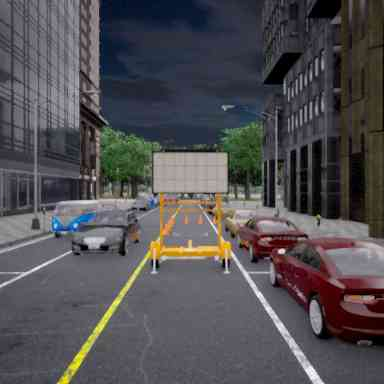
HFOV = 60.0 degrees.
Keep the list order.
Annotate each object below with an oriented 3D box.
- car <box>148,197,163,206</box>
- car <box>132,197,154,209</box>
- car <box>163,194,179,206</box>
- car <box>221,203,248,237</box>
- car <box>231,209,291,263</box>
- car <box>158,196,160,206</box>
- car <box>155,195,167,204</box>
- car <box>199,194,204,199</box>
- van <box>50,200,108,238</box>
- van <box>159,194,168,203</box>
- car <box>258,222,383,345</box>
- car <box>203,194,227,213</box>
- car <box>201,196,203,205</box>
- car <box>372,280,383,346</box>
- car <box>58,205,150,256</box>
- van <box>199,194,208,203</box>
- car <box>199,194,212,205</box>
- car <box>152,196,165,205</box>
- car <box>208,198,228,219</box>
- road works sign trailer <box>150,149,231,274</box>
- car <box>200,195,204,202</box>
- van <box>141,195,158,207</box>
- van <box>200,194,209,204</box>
[{"bbox_3d":[-6.022,1.553,55.309,1.947,1.339,4.313,0,0,0],"label":"car"},{"bbox_3d":[-5.945,1.553,38.996,1.947,1.339,4.313,0,0,0],"label":"car"},{"bbox_3d":[-3.335,1.212,53.063,2.150,2.045,5.566,0,0,0],"label":"car"},{"bbox_3d":[2.681,1.518,17.456,1.752,1.417,4.829,0,0,0],"label":"car"},{"bbox_3d":[2.708,1.539,11.849,1.887,1.381,4.507,0,0,0],"label":"car"},{"bbox_3d":[-5.995,1.512,49.702,1.752,1.417,4.829,0,0,0],"label":"car"},{"bbox_3d":[-6.073,1.429,66.184,1.967,1.590,4.097,0,0,0],"label":"car"},{"bbox_3d":[2.503,1.428,55.349,1.967,1.590,4.097,0,0,0],"label":"car"},{"bbox_3d":[-5.843,1.334,17.247,1.690,1.788,3.998,0,0,0],"label":"van"},{"bbox_3d":[-6.099,1.332,71.622,1.690,1.788,3.998,0,0,0],"label":"van"},{"bbox_3d":[2.733,1.542,6.412,1.887,1.381,4.507,0,0,0],"label":"car"},{"bbox_3d":[2.605,1.303,33.599,2.192,1.841,5.009,0,0,0],"label":"car"},{"bbox_3d":[2.554,1.512,44.644,1.752,1.417,4.829,0,0,0],"label":"car"},{"bbox_3d":[2.759,1.550,0.974,2.008,1.369,4.403,0,0,0],"label":"car"},{"bbox_3d":[-3.161,1.486,13.137,2.128,1.511,4.902,0,0,0],"label":"car"},{"bbox_3d":[2.427,1.332,71.662,1.690,1.788,3.998,0,0,0],"label":"van"},{"bbox_3d":[2.478,1.303,60.787,2.192,1.841,5.009,0,0,0],"label":"car"},{"bbox_3d":[-6.046,1.514,60.577,1.752,1.417,4.829,0,0,0],"label":"car"},{"bbox_3d":[2.630,1.515,28.331,1.752,1.417,4.829,0,0,0],"label":"car"},{"bbox_3d":[-0.048,0.460,10.540,2.380,3.560,2.880,0,0,0],"label":"road works sign trailer"},{"bbox_3d":[2.529,1.532,49.912,1.887,1.381,4.507,0,0,0],"label":"car"},{"bbox_3d":[-5.971,1.328,44.434,1.690,1.788,3.998,0,0,0],"label":"van"},{"bbox_3d":[2.452,1.330,66.224,1.690,1.788,3.998,0,0,0],"label":"van"}]
